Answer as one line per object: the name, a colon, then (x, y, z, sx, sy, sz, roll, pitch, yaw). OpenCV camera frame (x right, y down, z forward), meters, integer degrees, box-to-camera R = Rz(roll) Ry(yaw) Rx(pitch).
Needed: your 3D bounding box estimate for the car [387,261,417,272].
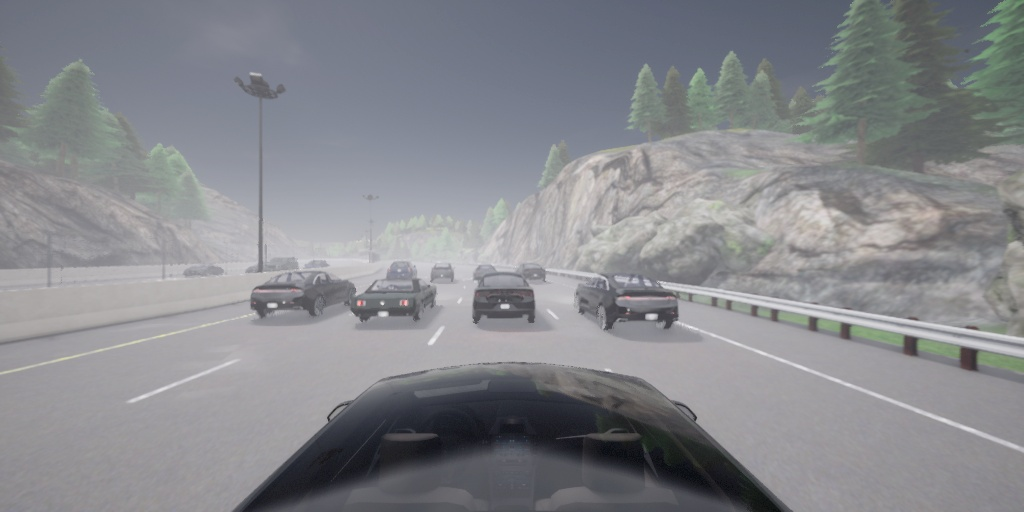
car: (-9.531, 1.204, 31.345, 2.097, 1.767, 4.553, 0, 0, -9)

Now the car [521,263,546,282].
car: (1.412, 1.299, 29.357, 1.882, 1.535, 5.008, 0, 0, -8)

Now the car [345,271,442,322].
car: (-3.834, 1.389, 12.527, 1.895, 1.301, 4.718, 0, 0, -4)

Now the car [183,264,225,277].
car: (-32.365, 1.487, 37.786, 1.994, 1.385, 4.181, 0, 0, -13)

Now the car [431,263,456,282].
car: (-5.806, 1.333, 30.293, 2.128, 1.511, 4.902, 0, 0, -9)

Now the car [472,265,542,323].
car: (-0.337, 1.257, 12.391, 1.882, 1.535, 5.008, 0, 0, -3)

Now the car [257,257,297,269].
car: (-25.724, 1.137, 40.150, 2.150, 2.045, 5.566, 0, -1, -13)

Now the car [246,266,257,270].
car: (-30.146, 1.480, 43.513, 2.033, 1.411, 5.357, 0, 0, -14)

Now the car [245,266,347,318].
car: (-7.406, 1.290, 13.267, 2.128, 1.511, 4.902, 0, 0, -4)

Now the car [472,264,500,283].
car: (-2.227, 1.396, 29.982, 1.994, 1.385, 4.181, 0, 0, -9)

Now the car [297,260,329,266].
car: (-22.345, 1.259, 40.976, 2.097, 1.767, 4.553, 0, 0, -13)

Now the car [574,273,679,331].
car: (3.245, 1.259, 11.063, 2.128, 1.511, 4.902, 0, 0, -3)
